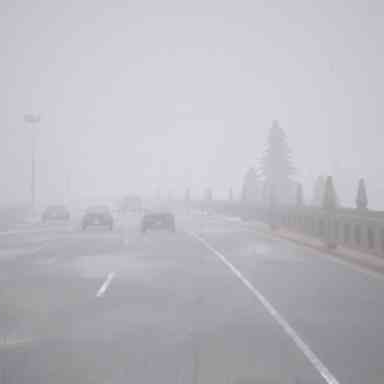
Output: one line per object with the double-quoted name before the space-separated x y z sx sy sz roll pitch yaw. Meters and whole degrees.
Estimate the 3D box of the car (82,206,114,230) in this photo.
"car" -6.190 1.636 22.071 1.812 1.442 4.674 0 0 -13

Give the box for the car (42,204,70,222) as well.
"car" -11.457 1.732 28.206 1.994 1.385 4.181 0 0 -17

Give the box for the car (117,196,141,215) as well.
"car" -6.844 1.405 36.311 2.150 2.045 5.566 0 0 -20

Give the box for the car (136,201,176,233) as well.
"car" -2.219 1.562 20.331 1.882 1.535 5.008 0 0 -12
